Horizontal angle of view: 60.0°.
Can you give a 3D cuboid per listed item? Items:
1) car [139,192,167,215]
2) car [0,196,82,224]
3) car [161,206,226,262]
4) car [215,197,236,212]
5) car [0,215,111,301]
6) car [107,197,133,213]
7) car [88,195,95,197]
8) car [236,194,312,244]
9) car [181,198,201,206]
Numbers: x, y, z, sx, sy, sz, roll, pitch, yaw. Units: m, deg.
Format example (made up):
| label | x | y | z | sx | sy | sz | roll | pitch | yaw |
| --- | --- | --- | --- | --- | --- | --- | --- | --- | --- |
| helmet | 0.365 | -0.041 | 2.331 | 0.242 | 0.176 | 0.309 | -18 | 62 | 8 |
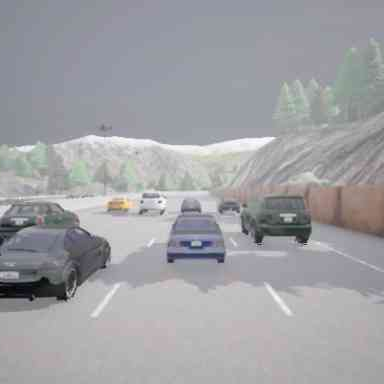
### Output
| label | x | y | z | sx | sy | sz | roll | pitch | yaw |
| --- | --- | --- | --- | --- | --- | --- | --- | --- | --- |
| car | -3.591 | 0.980 | 31.063 | 2.150 | 2.045 | 5.566 | 0 | 0 | -1 |
| car | -6.889 | 1.228 | 15.384 | 2.097 | 1.767 | 4.553 | 0 | 0 | 0 |
| car | 0.118 | 1.457 | 11.711 | 2.033 | 1.411 | 5.357 | 0 | 0 | 0 |
| car | 3.387 | 1.260 | 31.980 | 1.837 | 1.490 | 4.892 | 0 | 0 | -1 |
| car | -3.389 | 1.498 | 8.201 | 1.994 | 1.385 | 4.181 | 0 | 0 | 0 |
| car | -7.146 | 1.215 | 33.497 | 1.882 | 1.535 | 5.008 | 0 | 0 | -1 |
| car | -22.077 | 0.838 | 70.972 | 2.033 | 1.411 | 5.357 | 0 | 0 | -1 |
| car | 3.615 | 1.105 | 15.203 | 2.150 | 2.045 | 5.566 | 0 | 0 | 0 |
| car | -0.129 | 1.312 | 32.646 | 1.994 | 1.385 | 4.181 | 0 | 0 | -1 |
